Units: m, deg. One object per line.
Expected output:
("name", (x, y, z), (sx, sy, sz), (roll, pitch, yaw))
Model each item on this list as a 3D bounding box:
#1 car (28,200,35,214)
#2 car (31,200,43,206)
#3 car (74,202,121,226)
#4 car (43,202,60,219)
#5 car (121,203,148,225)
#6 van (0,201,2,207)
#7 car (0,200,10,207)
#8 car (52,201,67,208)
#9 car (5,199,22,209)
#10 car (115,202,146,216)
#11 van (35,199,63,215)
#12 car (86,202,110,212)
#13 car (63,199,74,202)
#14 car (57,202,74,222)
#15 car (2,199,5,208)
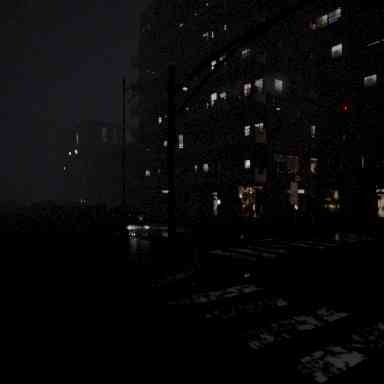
("car", (-20.374, 2.073, 44.314), (1.967, 1.590, 4.097), (-1, 0, -35))
("car", (-39.382, 2.773, 84.578), (1.947, 1.339, 4.313), (-1, 0, -35))
("car", (-7.551, 1.777, 26.316), (1.967, 1.590, 4.097), (-1, 0, -35))
("car", (-13.960, 2.036, 35.314), (2.008, 1.369, 4.403), (-1, 0, -35))
("car", (-5.366, 1.829, 27.690), (2.128, 1.511, 4.902), (0, -1, -35))
("van", (-39.610, 2.411, 71.313), (1.690, 1.788, 3.998), (-1, 0, -35))
("car", (-42.714, 2.666, 75.674), (1.752, 1.417, 4.829), (-1, 0, -35))
("car", (-26.567, 2.462, 66.591), (1.887, 1.381, 4.507), (-1, 0, -35))
("car", (-33.197, 2.365, 62.313), (1.967, 1.590, 4.097), (-1, 0, -35))
("car", (-7.444, 2.006, 39.749), (1.752, 1.417, 4.829), (-1, 0, -35))
("van", (-17.170, 1.900, 39.815), (1.690, 1.788, 3.998), (-1, 0, -35))
("car", (-13.752, 2.192, 48.604), (1.947, 1.339, 4.313), (-1, 0, -35))
("car", (-23.368, 2.160, 62.094), (2.192, 1.841, 5.009), (-1, 0, -35))
("car", (-10.656, 1.934, 30.677), (1.752, 1.417, 4.829), (-1, 0, -35))
("car", (-36.401, 2.542, 66.813), (1.887, 1.381, 4.507), (-1, 0, -35))
